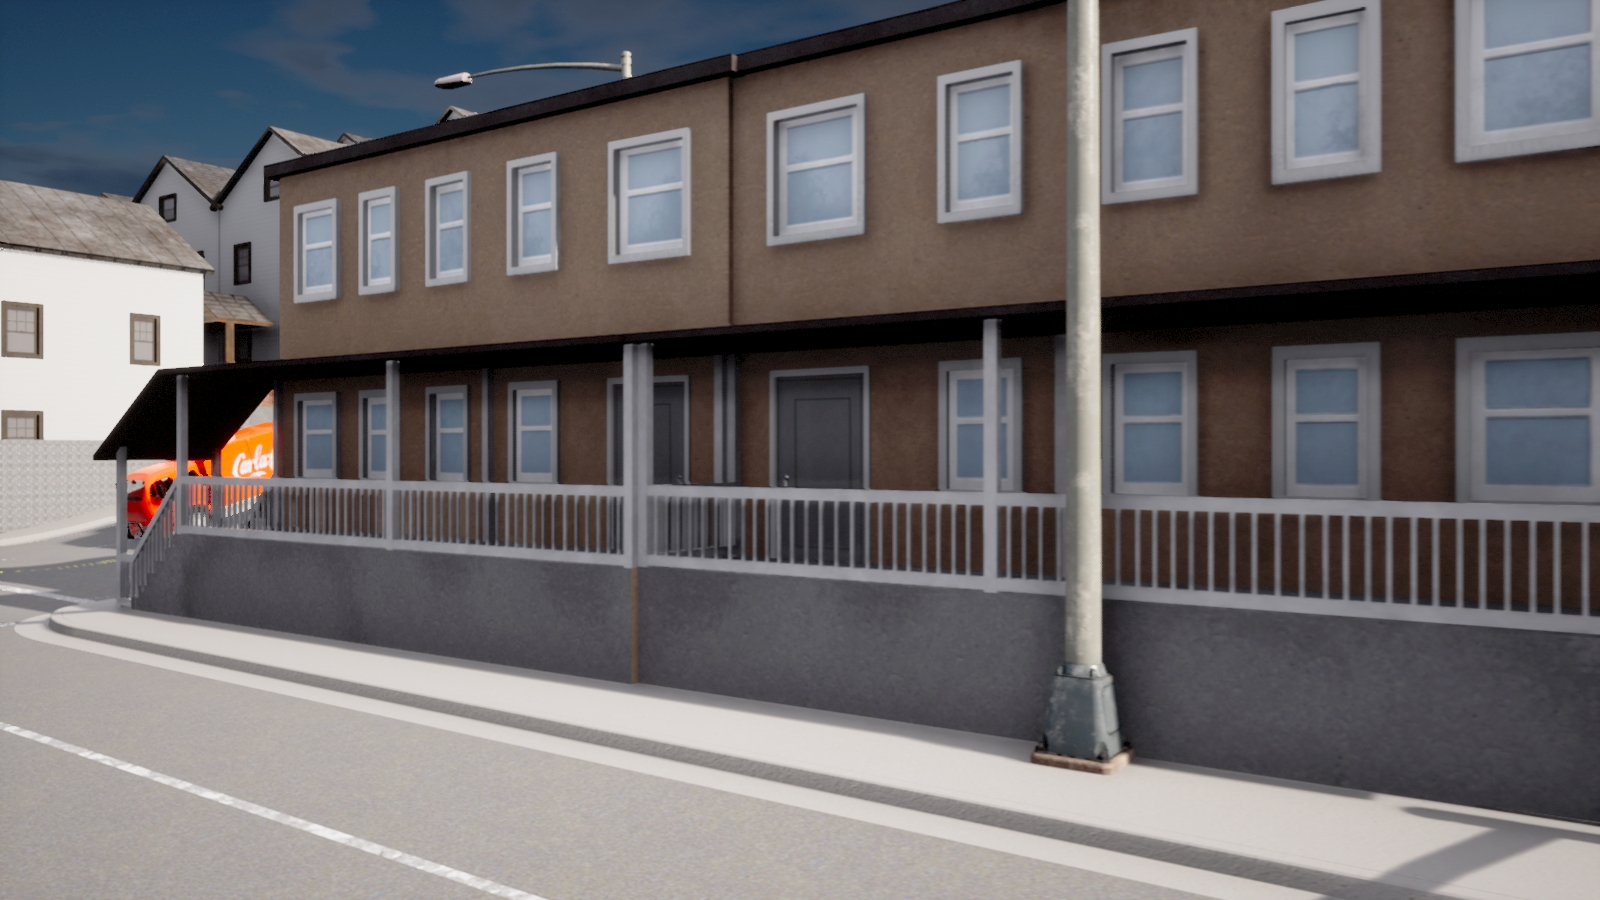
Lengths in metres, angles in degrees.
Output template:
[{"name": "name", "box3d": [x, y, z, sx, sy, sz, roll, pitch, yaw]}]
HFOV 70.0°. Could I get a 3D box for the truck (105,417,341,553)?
[{"name": "truck", "box3d": [-16.881, 0.909, 33.775, 2.627, 2.467, 5.204, 0, 16, 34]}]
